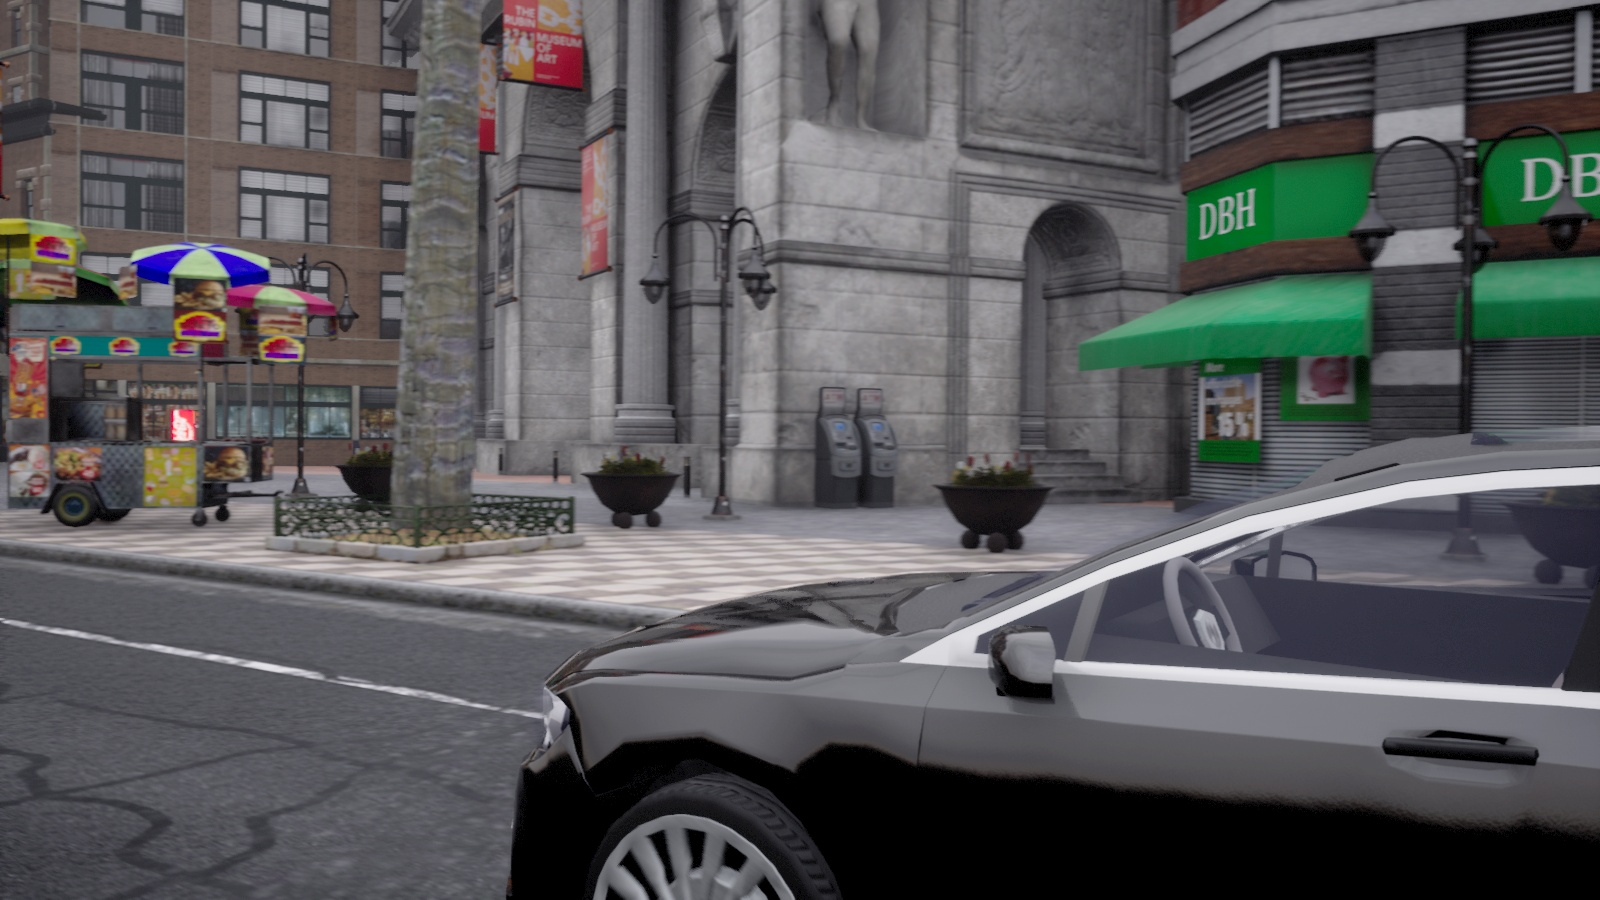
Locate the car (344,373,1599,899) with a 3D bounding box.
[{"bbox_3d":[1.523,0.637,2.614,4.902,1.511,2.128,0,1,33],"label":"car"}]
